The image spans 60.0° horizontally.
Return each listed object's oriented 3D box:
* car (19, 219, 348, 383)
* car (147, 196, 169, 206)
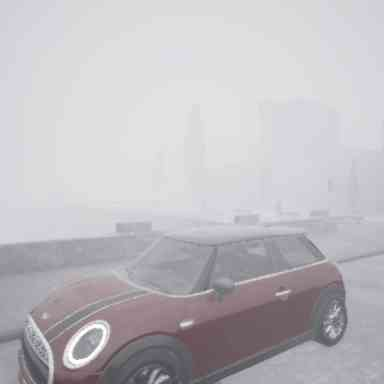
[{"bbox_3d":[0.138,1.335,4.687,4.553,1.767,2.097,0,0,-35],"label":"car"},{"bbox_3d":[-5.284,1.367,50.697,1.812,1.442,4.674,0,0,-35],"label":"car"}]
